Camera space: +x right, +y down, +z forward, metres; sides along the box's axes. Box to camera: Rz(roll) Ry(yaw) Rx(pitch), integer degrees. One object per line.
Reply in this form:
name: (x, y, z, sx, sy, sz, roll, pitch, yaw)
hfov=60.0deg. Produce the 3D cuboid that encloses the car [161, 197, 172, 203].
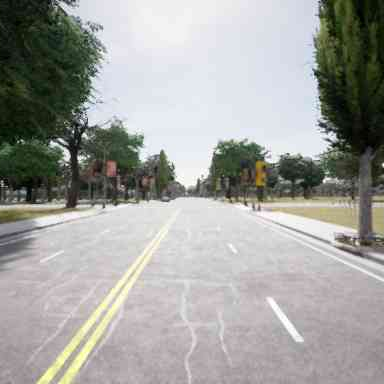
car: (-6.498, 1.841, 81.847, 1.812, 1.442, 4.674, 0, 0, 0)
